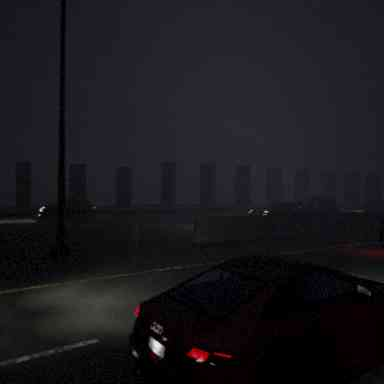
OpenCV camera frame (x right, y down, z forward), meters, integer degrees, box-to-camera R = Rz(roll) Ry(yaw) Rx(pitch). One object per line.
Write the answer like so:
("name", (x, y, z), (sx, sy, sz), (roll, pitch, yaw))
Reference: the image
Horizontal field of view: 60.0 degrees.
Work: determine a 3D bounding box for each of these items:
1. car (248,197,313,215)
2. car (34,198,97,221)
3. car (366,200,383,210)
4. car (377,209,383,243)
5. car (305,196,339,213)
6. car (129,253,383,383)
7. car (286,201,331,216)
("car", (6.261, 1.458, 24.317), (4.553, 1.767, 2.097), (1, 0, -29))
("car", (-10.091, 1.292, 26.629), (4.553, 1.767, 2.097), (1, 0, -33))
("car", (26.464, 1.883, 46.589), (4.674, 1.442, 1.812), (0, 0, -25))
("car", (10.167, 1.606, 14.237), (5.008, 1.535, 1.882), (0, 0, -30))
("car", (11.181, 1.393, 31.006), (5.566, 2.045, 2.150), (1, 0, -28))
("car", (1.290, 1.583, 4.556), (4.181, 1.385, 1.994), (1, 0, -34))
("car", (12.526, 1.718, 35.648), (4.674, 1.442, 1.812), (1, 0, -28))
